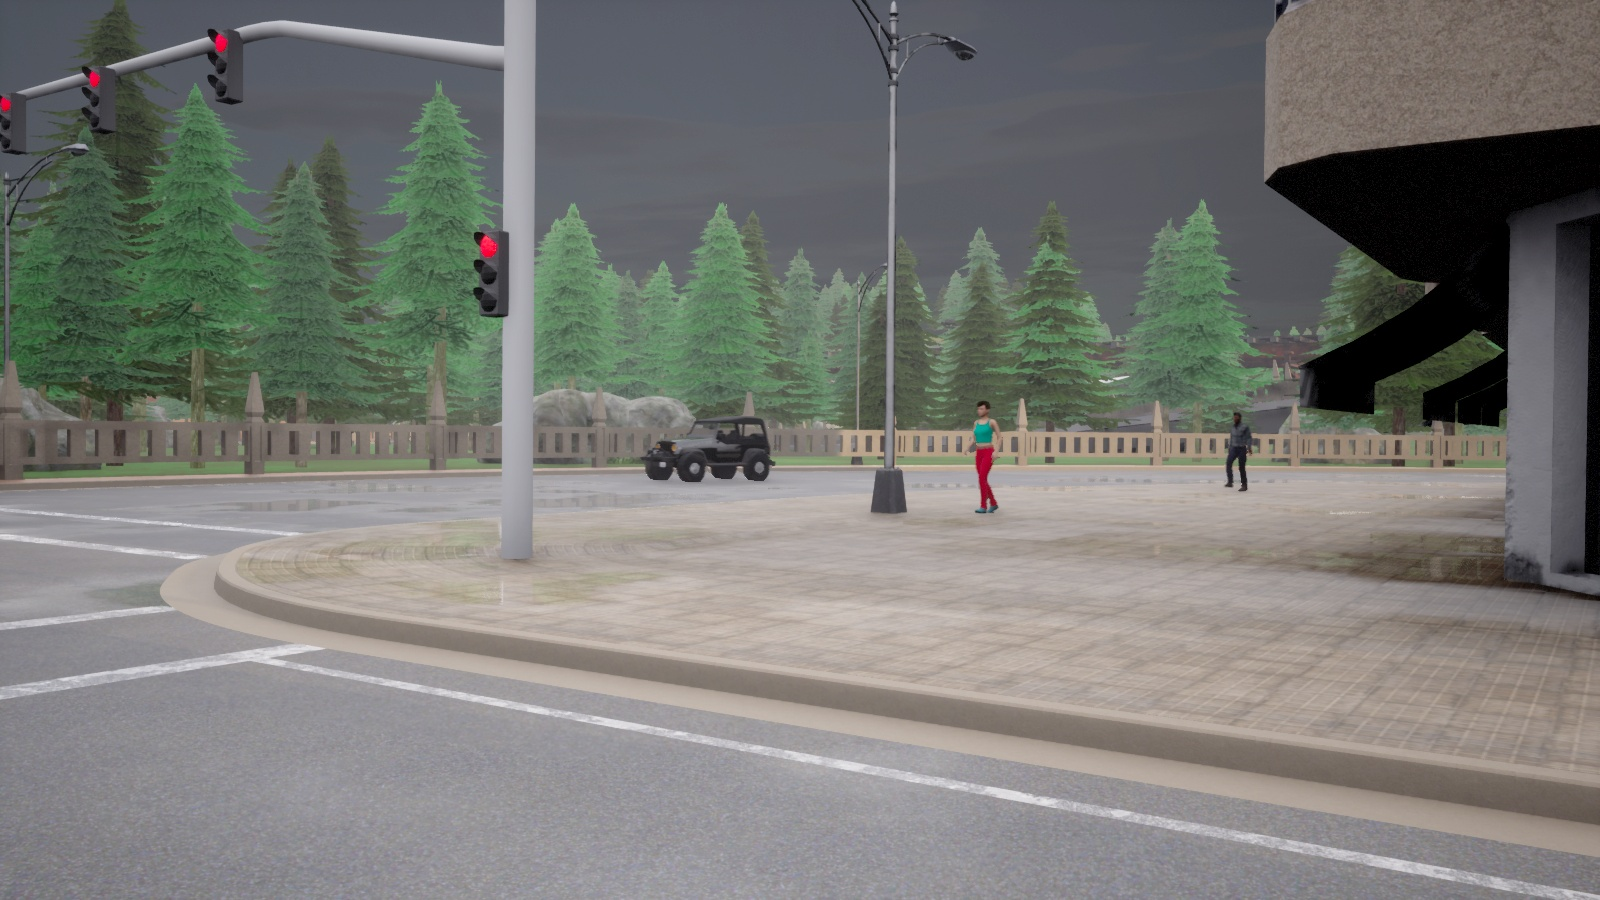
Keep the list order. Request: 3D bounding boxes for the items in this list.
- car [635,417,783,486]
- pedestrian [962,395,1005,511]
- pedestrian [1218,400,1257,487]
[{"bbox_3d":[-2.597,0.001,36.173,3.866,1.878,1.905,-1,1,-41],"label":"car"},{"bbox_3d":[2.949,0.041,20.164,0.594,1.836,0.345,-1,1,-36],"label":"pedestrian"},{"bbox_3d":[9.963,-0.151,28.585,0.788,1.949,0.423,-1,1,-31],"label":"pedestrian"}]
